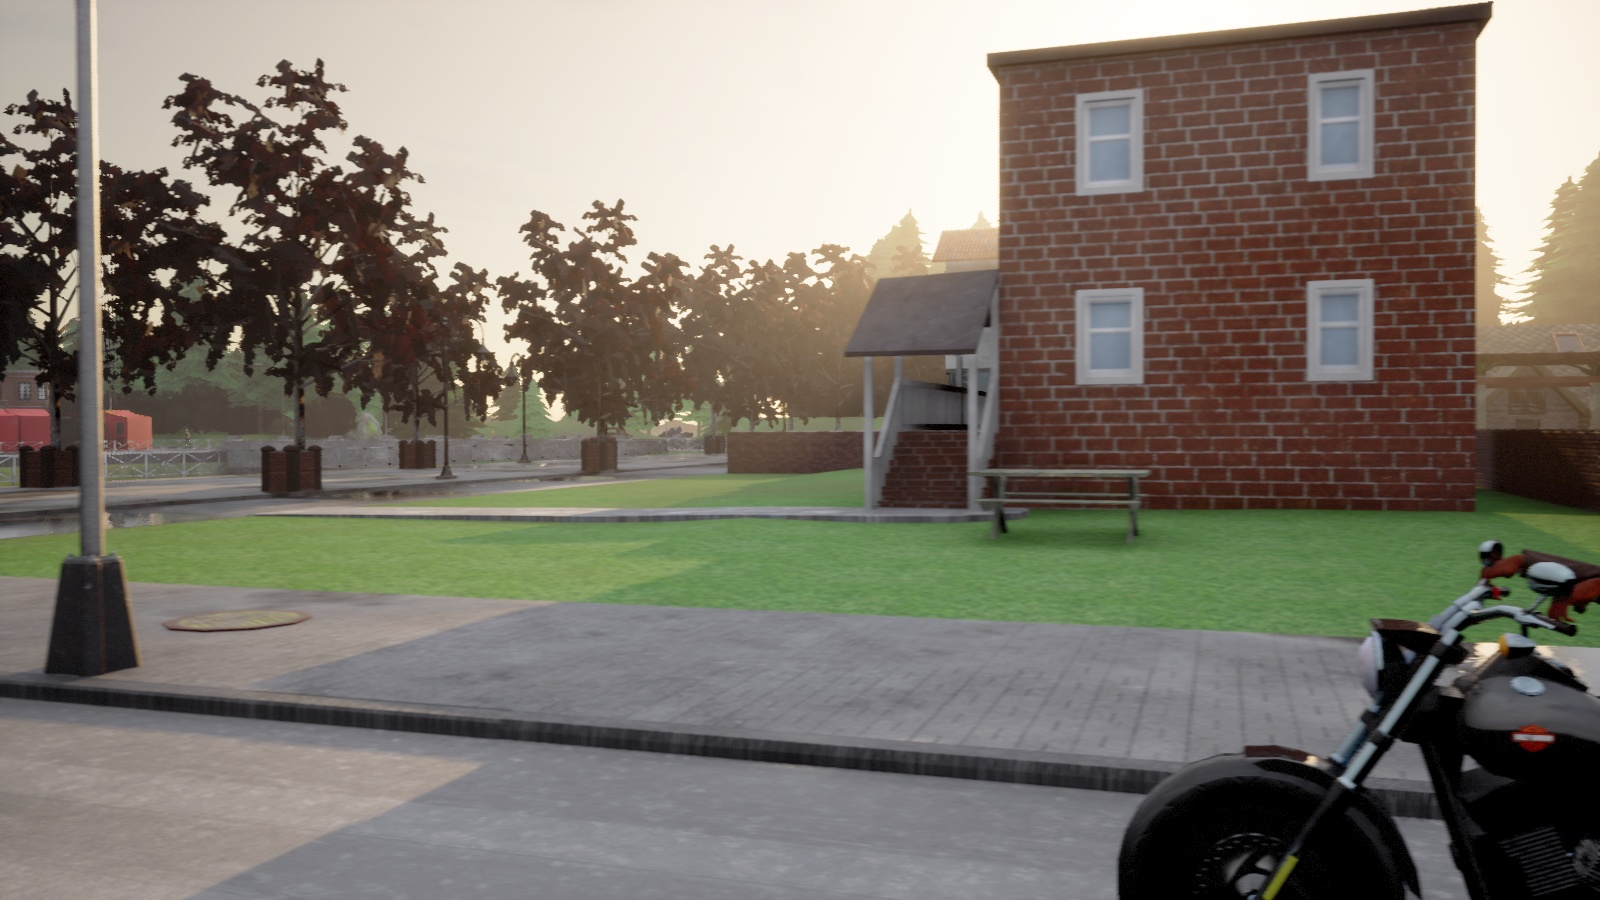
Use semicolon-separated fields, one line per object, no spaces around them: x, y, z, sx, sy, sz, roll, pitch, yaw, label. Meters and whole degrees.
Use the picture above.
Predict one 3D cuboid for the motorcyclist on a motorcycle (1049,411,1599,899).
1.854;0.734;3.096;2.350;1.649;0.766;0;1;19;motorcyclist on a motorcycle
